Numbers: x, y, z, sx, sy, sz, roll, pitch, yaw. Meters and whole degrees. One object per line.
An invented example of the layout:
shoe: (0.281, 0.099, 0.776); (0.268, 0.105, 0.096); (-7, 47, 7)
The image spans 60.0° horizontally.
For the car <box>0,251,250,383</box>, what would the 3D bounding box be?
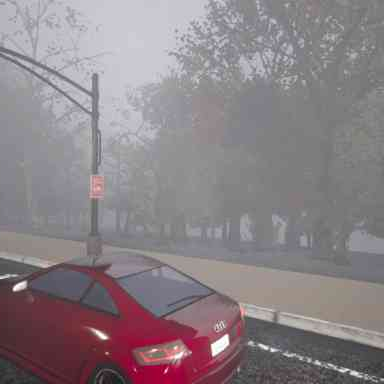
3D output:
car: (-1.338, 1.563, 4.636); (4.181, 1.385, 1.994); (0, 0, 35)
